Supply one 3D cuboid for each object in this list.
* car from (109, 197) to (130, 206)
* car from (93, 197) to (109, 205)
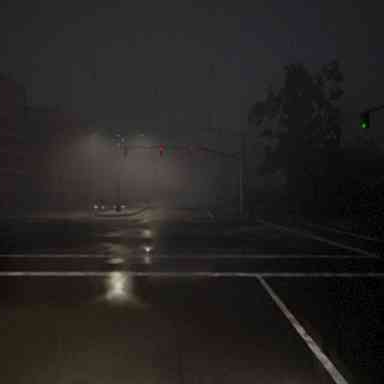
[{"bbox_3d":[-11.511,1.482,54.437,2.033,1.411,5.357,0,0,0],"label":"car"},{"bbox_3d":[-15.001,1.497,55.595,1.994,1.385,4.181,0,0,0],"label":"car"}]
